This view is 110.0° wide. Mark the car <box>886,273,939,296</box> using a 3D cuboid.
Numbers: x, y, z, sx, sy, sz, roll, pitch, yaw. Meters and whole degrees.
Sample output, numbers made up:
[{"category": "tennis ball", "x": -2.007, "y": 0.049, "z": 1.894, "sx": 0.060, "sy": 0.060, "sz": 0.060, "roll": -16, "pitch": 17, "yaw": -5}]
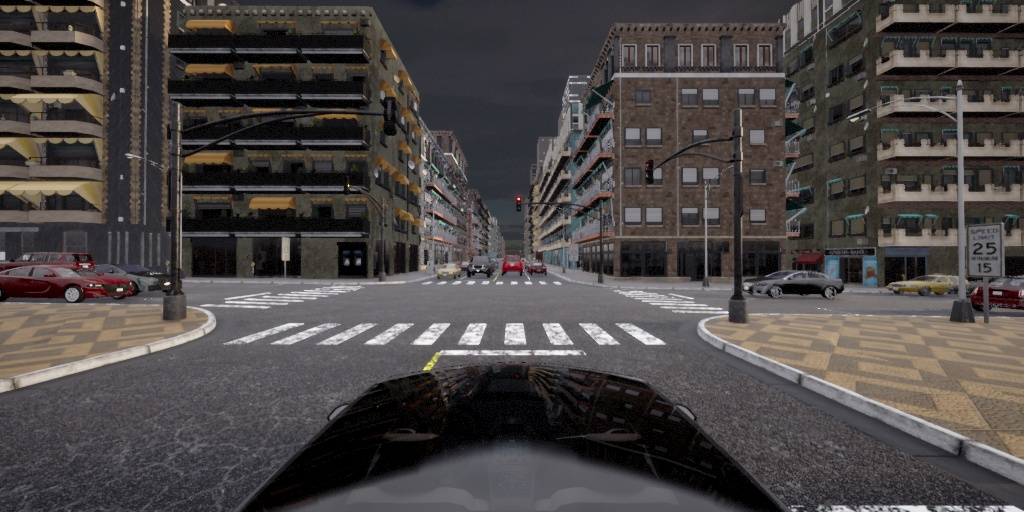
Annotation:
[{"category": "car", "x": 26.266, "y": 1.755, "z": 22.318, "sx": 4.829, "sy": 1.417, "sz": 1.751, "roll": 0, "pitch": 0, "yaw": 0}]

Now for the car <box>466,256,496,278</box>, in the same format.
[{"category": "car", "x": -3.067, "y": 0.980, "z": 35.221, "sx": 2.150, "sy": 2.045, "sz": 5.566, "roll": 0, "pitch": 0, "yaw": 0}]

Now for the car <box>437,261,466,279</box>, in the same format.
[{"category": "car", "x": -5.659, "y": 1.283, "z": 32.645, "sx": 1.751, "sy": 1.417, "sz": 4.829, "roll": 0, "pitch": 0, "yaw": 0}]

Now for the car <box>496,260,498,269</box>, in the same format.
[{"category": "car", "x": -3.056, "y": 1.266, "z": 45.260, "sx": 1.837, "sy": 1.490, "sz": 4.892, "roll": 0, "pitch": 0, "yaw": 0}]

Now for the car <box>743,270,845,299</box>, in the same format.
[{"category": "car", "x": 15.323, "y": 1.523, "z": 19.696, "sx": 4.902, "sy": 1.511, "sz": 2.128, "roll": 1, "pitch": -1, "yaw": -1}]

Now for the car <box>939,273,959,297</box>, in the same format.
[{"category": "car", "x": 27.554, "y": 1.770, "z": 19.774, "sx": 5.357, "sy": 1.411, "sz": 2.033, "roll": 1, "pitch": -1, "yaw": 0}]

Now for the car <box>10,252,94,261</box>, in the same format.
[{"category": "car", "x": -28.626, "y": 0.687, "z": 21.989, "sx": 5.009, "sy": 1.841, "sz": 2.192, "roll": 0, "pitch": 0, "yaw": 0}]

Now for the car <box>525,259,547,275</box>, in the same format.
[{"category": "car", "x": 2.727, "y": 1.304, "z": 38.316, "sx": 1.888, "sy": 1.381, "sz": 4.507, "roll": 0, "pitch": 0, "yaw": 0}]

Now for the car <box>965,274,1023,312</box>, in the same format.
[{"category": "car", "x": 20.847, "y": 1.501, "z": 13.968, "sx": 4.097, "sy": 1.591, "sz": 1.967, "roll": 0, "pitch": 0, "yaw": 0}]

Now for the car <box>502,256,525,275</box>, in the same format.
[{"category": "car", "x": 0.080, "y": 0.982, "z": 39.219, "sx": 2.150, "sy": 2.045, "sz": 5.566, "roll": 0, "pitch": 0, "yaw": 1}]

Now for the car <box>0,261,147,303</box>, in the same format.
[{"category": "car", "x": -17.251, "y": 1.012, "z": 13.684, "sx": 4.507, "sy": 1.381, "sz": 1.888, "roll": 0, "pitch": 0, "yaw": 0}]

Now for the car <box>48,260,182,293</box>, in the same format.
[{"category": "car", "x": -17.663, "y": 1.050, "z": 16.275, "sx": 4.181, "sy": 1.385, "sz": 1.994, "roll": 1, "pitch": -1, "yaw": -1}]
